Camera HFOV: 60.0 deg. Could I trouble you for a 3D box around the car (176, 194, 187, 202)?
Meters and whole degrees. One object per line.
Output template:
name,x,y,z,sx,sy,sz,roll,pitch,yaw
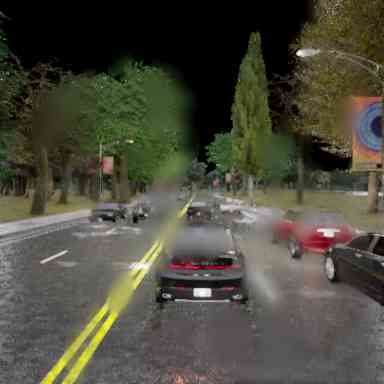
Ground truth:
car,-2.041,1.224,67.057,1.837,1.490,4.892,0,0,1

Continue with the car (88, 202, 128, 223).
car,-6.162,1.473,25.099,2.033,1.411,5.357,0,0,1

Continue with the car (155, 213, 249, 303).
car,0.227,1.500,8.216,1.837,1.490,4.892,0,0,1

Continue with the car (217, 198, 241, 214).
car,3.901,1.564,34.494,1.895,1.301,4.718,0,0,2

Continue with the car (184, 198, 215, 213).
car,0.573,1.443,26.900,1.882,1.535,5.008,0,0,1

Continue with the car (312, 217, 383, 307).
car,4.329,1.529,6.870,1.837,1.490,4.892,0,0,1

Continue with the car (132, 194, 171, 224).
car,-2.918,1.170,24.582,2.150,2.045,5.566,0,0,1

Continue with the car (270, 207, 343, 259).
car,4.439,1.369,12.839,2.097,1.767,4.553,0,0,1

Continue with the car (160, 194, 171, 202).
car,-5.289,1.227,67.106,1.812,1.442,4.674,0,0,1

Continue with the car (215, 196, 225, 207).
car,4.150,1.386,49.359,2.128,1.511,4.902,0,0,1
